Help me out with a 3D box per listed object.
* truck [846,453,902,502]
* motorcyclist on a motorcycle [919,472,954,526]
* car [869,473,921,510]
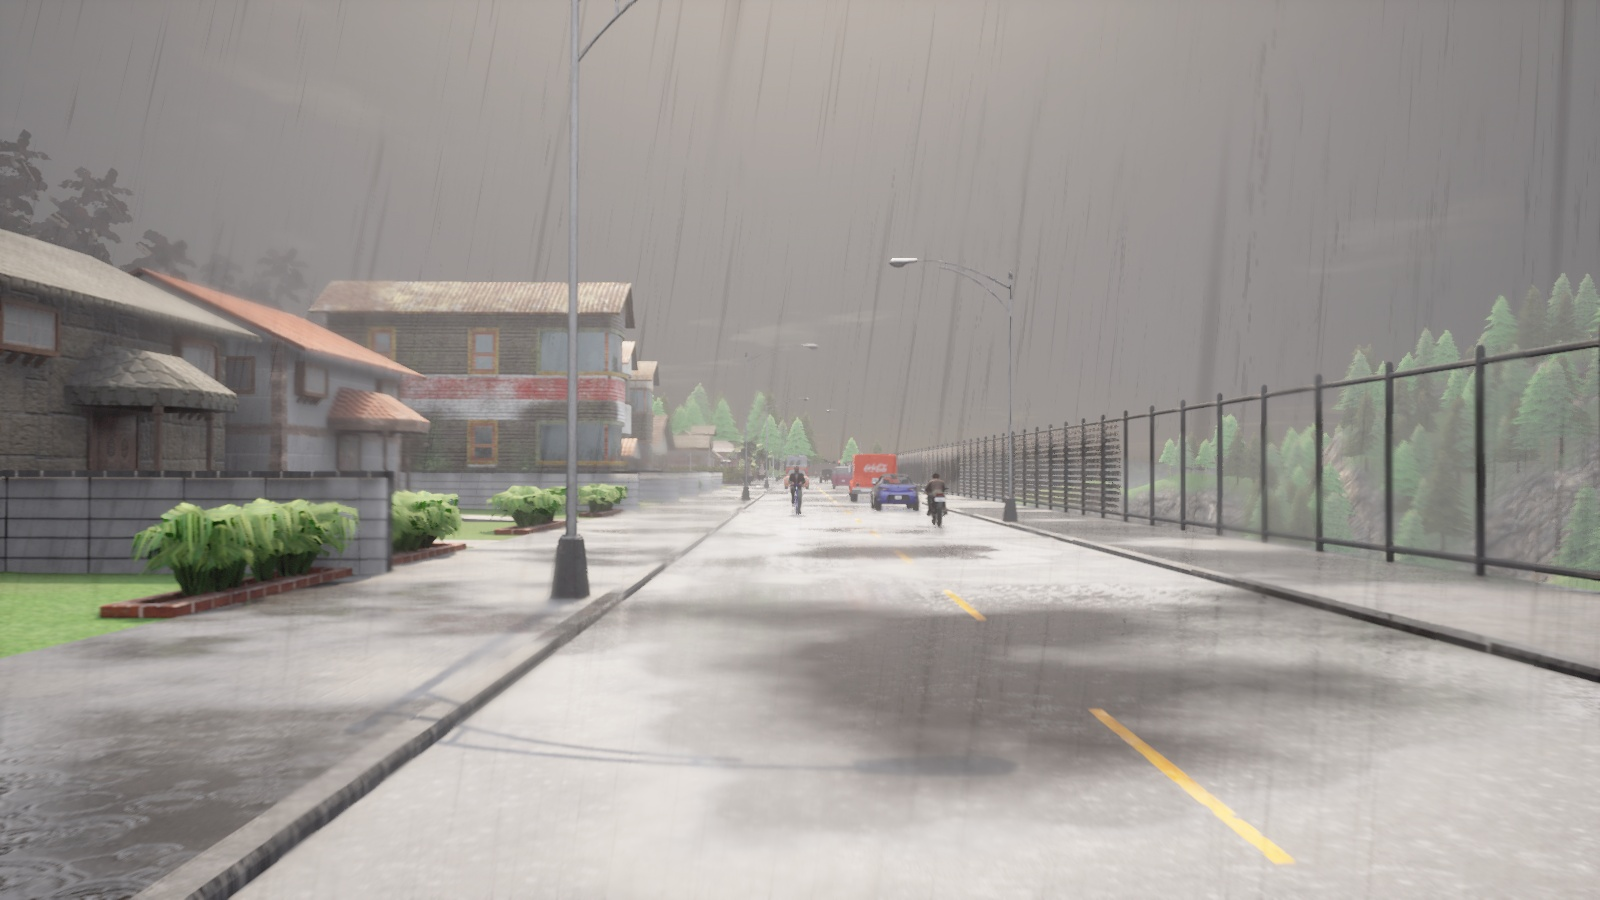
[{"bbox_3d":[3.837,1.422,66.274,2.627,2.467,5.204,0,-1,0],"label":"truck"},{"bbox_3d":[3.912,1.386,36.126,0.797,1.523,2.044,0,-1,0],"label":"motorcyclist on a motorcycle"},{"bbox_3d":[3.874,1.678,51.685,1.816,1.474,4.193,0,-1,0],"label":"car"}]
